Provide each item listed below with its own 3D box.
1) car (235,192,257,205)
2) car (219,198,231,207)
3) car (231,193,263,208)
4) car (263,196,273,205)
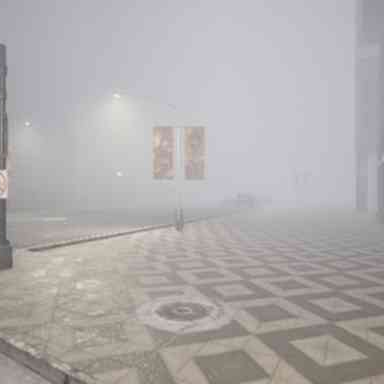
[{"bbox_3d":[9.345,1.108,56.888,2.150,2.045,5.566,0,0,26],"label":"car"},{"bbox_3d":[5.697,1.500,49.317,1.895,1.301,4.718,0,0,27],"label":"car"},{"bbox_3d":[7.755,1.128,46.103,2.150,2.045,5.566,0,0,26],"label":"car"},{"bbox_3d":[12.254,1.383,55.440,2.128,1.511,4.902,0,0,26],"label":"car"}]
